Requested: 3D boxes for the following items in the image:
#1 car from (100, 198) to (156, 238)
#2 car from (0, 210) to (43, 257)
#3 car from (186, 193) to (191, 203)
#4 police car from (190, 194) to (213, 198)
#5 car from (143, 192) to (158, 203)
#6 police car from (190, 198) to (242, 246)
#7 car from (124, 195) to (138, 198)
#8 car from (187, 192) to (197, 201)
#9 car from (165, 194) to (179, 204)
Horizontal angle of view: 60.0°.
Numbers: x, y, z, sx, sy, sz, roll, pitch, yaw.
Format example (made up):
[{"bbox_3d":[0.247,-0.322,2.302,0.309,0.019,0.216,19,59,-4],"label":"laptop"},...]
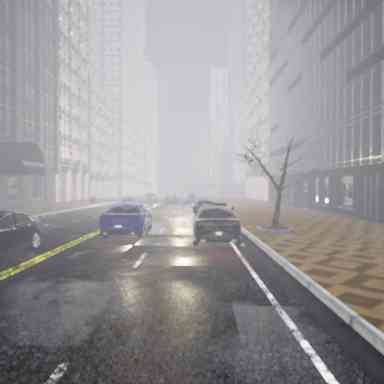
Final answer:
[{"bbox_3d":[-3.150,1.302,16.653,1.882,1.535,5.008,0,0,0],"label":"car"},{"bbox_3d":[-6.598,1.388,10.802,1.837,1.490,4.892,0,1,0],"label":"car"},{"bbox_3d":[0.023,1.020,51.924,1.812,1.442,4.674,0,0,1],"label":"car"},{"bbox_3d":[0.975,1.172,24.631,1.930,1.638,5.238,0,1,0],"label":"police car"},{"bbox_3d":[-6.558,0.839,52.749,2.097,1.767,4.553,0,0,0],"label":"car"},{"bbox_3d":[0.975,1.270,14.630,1.930,1.638,5.238,0,1,0],"label":"police car"},{"bbox_3d":[-9.806,1.090,52.402,1.895,1.301,4.718,0,0,0],"label":"car"},{"bbox_3d":[0.001,0.852,65.895,1.882,1.535,5.008,0,0,0],"label":"car"},{"bbox_3d":[-3.149,0.992,50.996,2.128,1.511,4.902,0,0,0],"label":"car"}]
